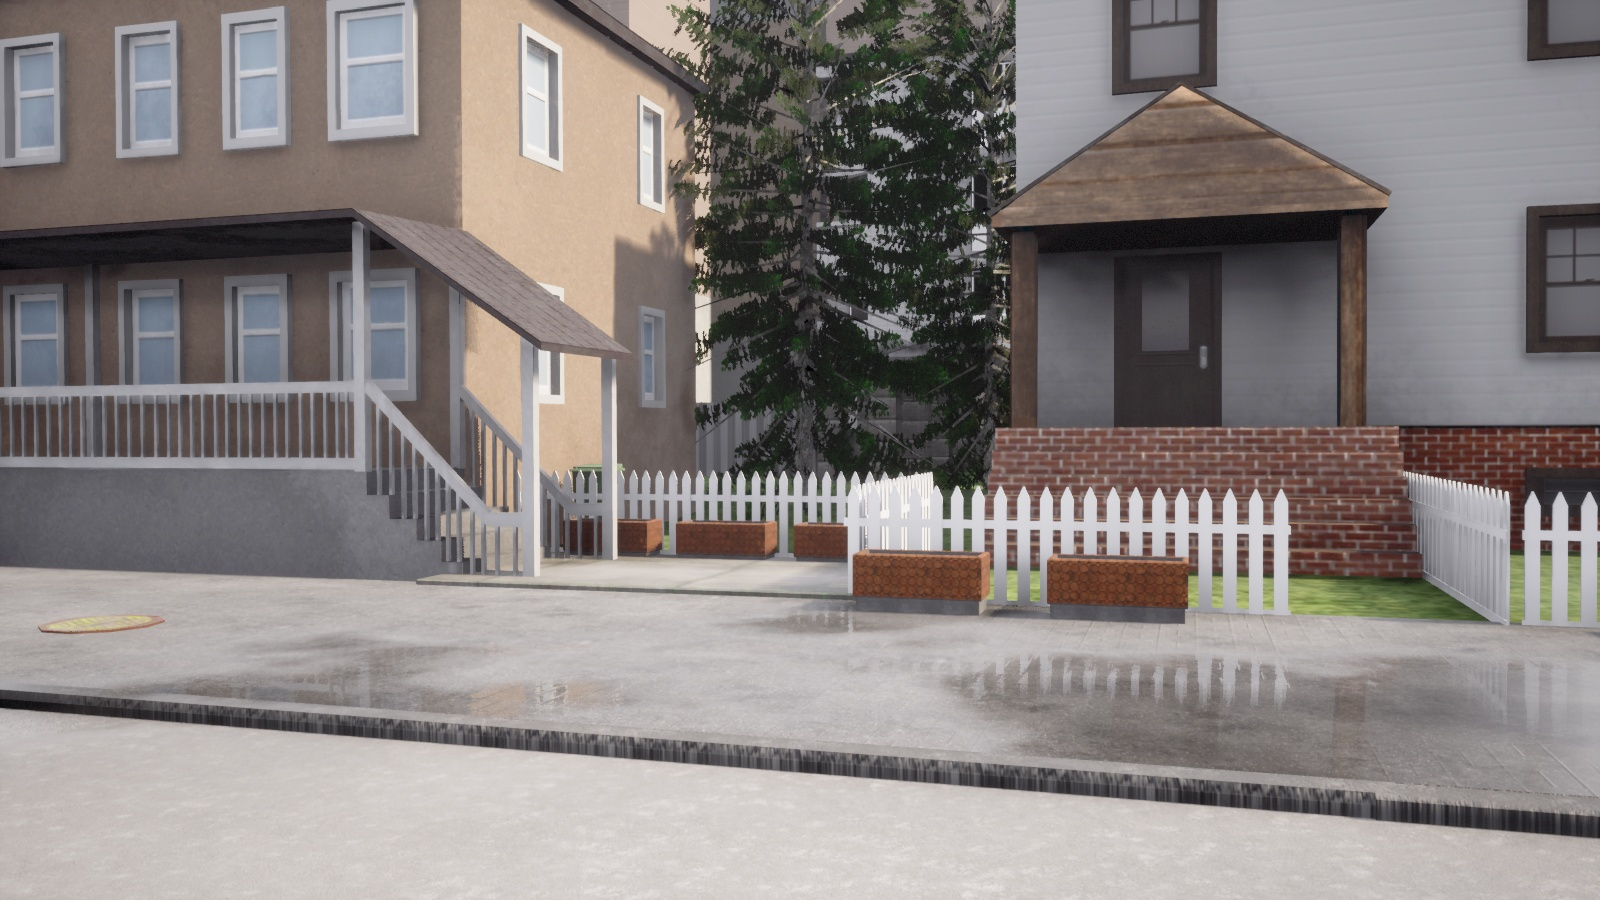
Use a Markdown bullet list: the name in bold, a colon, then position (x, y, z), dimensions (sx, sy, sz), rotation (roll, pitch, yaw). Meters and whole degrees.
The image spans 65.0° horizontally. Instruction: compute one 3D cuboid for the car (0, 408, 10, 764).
- **car**: position (-5.801, 0.616, 5.450), dimensions (3.988, 1.617, 1.851), rotation (0, 1, 17)
